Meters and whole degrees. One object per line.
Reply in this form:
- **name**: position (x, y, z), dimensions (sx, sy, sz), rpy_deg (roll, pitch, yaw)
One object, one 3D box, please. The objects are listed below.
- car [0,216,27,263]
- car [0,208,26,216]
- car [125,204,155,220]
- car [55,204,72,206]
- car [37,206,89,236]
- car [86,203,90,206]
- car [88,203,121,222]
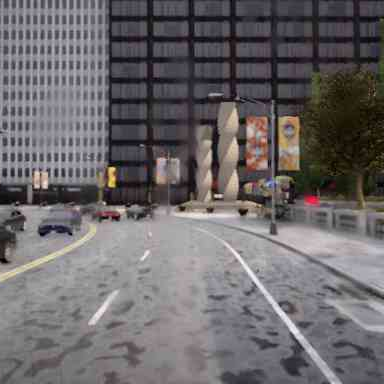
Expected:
- **car**: position (-7.089, 1.665, 10.058), dimensions (1.812, 1.442, 4.674), rpy_deg (0, -1, 1)
- **car**: position (-11.435, 1.780, 20.016), dimensions (1.837, 1.490, 4.892), rpy_deg (0, -1, -10)
- **car**: position (-5.215, 1.955, 33.001), dimensions (1.837, 1.490, 4.892), rpy_deg (0, -1, -29)
- **car**: position (-16.191, 2.134, 41.718), dimensions (4.181, 1.385, 1.994), rpy_deg (-1, -1, 44)
- **car**: position (-7.989, 1.831, 20.674), dimensions (2.033, 1.411, 5.357), rpy_deg (0, -1, -10)
- **car**: position (-12.629, 2.135, 43.132), dimensions (2.033, 1.411, 5.357), rpy_deg (1, -1, -45)
- **car**: position (-8.148, 2.025, 31.081), dimensions (1.895, 1.301, 4.718), rpy_deg (0, -1, -27)
